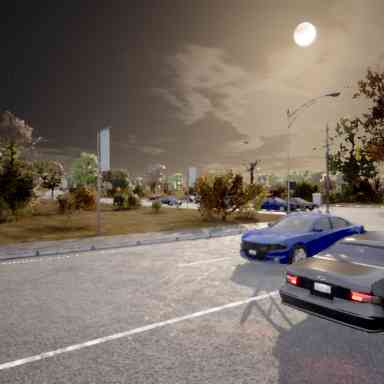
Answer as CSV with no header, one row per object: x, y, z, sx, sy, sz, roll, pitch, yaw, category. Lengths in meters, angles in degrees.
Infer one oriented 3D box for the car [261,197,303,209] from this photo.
8.876,1.319,35.813,1.882,1.535,5.008,-1,0,-40,car

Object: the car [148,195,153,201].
-7.825,1.261,73.344,1.882,1.535,5.008,-1,0,-38,car

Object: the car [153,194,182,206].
-3.428,1.340,51.032,2.128,1.511,4.902,-1,0,-39,car

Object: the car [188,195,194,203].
1.518,0.995,61.903,2.150,2.045,5.566,-1,0,-39,car

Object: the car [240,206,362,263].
3.772,1.446,11.039,5.008,1.535,1.882,0,0,-36,car

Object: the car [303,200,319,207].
11.656,1.364,37.947,2.033,1.411,5.357,-1,0,-39,car

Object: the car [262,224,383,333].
4.064,1.529,6.673,5.357,1.411,2.033,0,0,-36,car
